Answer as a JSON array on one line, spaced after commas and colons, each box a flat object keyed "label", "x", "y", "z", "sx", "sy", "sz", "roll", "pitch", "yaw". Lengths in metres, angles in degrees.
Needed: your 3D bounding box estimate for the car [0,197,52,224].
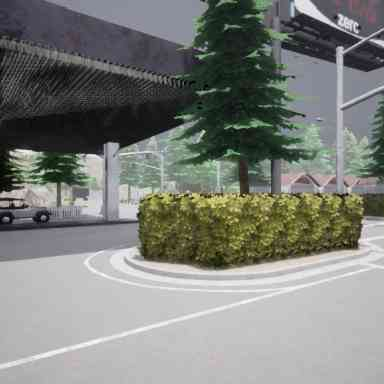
[{"label": "car", "x": -12.050, "y": 1.313, "z": 23.427, "sx": 3.866, "sy": 1.878, "sz": 1.905, "roll": 0, "pitch": 0, "yaw": -36}]
